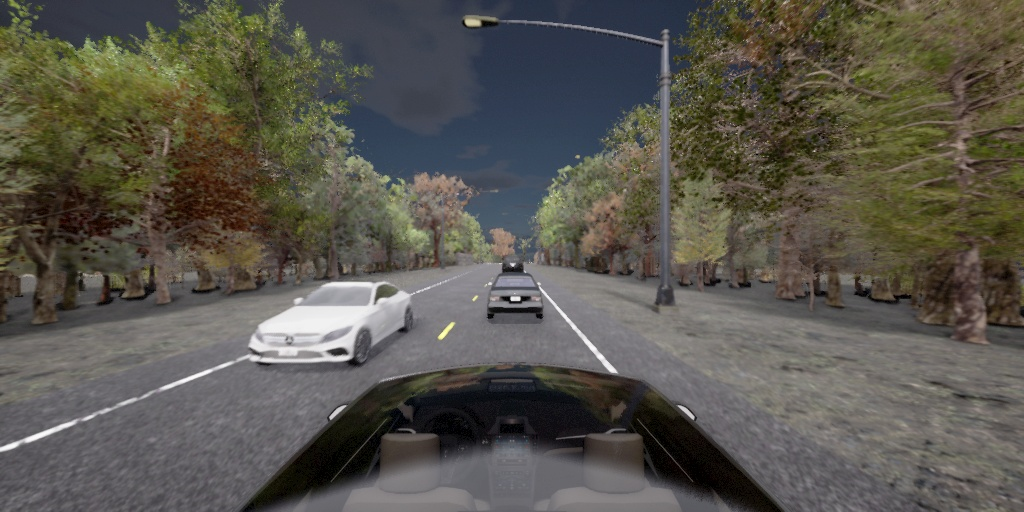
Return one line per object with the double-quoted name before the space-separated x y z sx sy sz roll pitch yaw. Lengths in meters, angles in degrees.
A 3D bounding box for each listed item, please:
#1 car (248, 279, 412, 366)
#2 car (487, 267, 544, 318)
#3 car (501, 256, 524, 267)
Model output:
"car" -3.599 1.277 8.095 1.812 1.442 4.674 0 0 0
"car" 0.100 1.300 13.003 2.033 1.411 5.357 0 0 0
"car" 0.068 0.981 36.510 2.150 2.045 5.566 0 0 0
